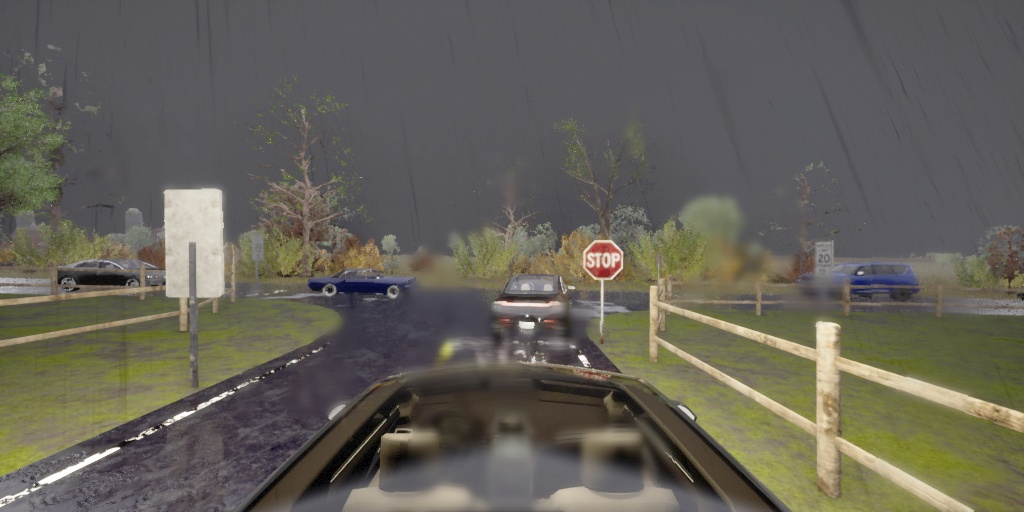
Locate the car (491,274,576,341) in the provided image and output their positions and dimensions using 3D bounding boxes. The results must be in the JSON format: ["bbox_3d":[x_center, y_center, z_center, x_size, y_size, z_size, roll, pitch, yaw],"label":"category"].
[{"bbox_3d":[0.709,1.240,9.914,2.128,1.511,4.902,0,0,9],"label":"car"}]

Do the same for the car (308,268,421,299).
[{"bbox_3d":[-6.818,1.249,16.947,4.718,1.301,1.895,1,1,0],"label":"car"}]

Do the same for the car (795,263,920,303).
[{"bbox_3d":[19.045,1.386,19.859,5.566,2.045,2.150,1,1,0],"label":"car"}]

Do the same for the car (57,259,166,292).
[{"bbox_3d":[-18.486,0.886,16.966,4.902,1.511,2.128,1,1,0],"label":"car"}]

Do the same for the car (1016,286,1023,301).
[{"bbox_3d":[31.241,1.930,19.838,4.892,1.490,1.837,2,1,0],"label":"car"}]
